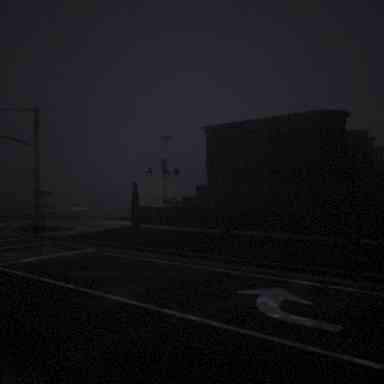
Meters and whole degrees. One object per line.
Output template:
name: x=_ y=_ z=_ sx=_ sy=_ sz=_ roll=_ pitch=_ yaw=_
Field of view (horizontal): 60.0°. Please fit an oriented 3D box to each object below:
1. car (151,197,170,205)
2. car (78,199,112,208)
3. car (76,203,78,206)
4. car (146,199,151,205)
car: x=-5.542 y=1.851 z=67.737 sx=1.837 sy=1.490 sz=4.892 roll=-1 pitch=0 yaw=36
car: x=-15.487 y=1.958 z=54.216 sx=1.895 sy=1.301 sz=4.718 roll=-1 pitch=0 yaw=36
car: x=-17.353 y=1.933 z=57.555 sx=2.033 sy=1.411 sz=5.357 roll=-1 pitch=0 yaw=37
car: x=-7.716 y=1.904 z=70.690 sx=2.128 sy=1.511 sz=4.902 roll=-1 pitch=0 yaw=36
